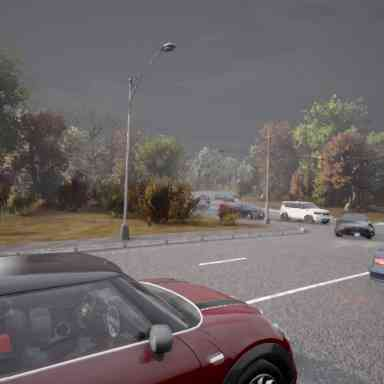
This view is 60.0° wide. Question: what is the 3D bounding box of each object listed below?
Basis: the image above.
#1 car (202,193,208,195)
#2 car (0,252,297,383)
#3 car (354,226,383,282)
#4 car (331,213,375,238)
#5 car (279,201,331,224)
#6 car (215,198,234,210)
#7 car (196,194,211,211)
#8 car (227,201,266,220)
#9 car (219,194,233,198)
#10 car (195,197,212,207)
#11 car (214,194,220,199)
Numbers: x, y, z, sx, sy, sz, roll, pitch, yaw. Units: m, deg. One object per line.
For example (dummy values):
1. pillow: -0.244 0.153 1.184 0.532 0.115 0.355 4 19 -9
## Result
1. car: 3.011 1.058 78.414 2.128 1.511 4.902 2 2 -1
2. car: -1.145 1.354 2.929 4.553 1.767 2.097 0 0 -36
3. car: 6.612 1.665 8.480 5.357 1.411 2.033 2 -1 -36
4. car: 9.705 1.952 19.979 2.033 1.411 5.357 2 -1 22
5. car: 10.957 1.982 32.501 2.150 2.045 5.566 3 -1 -25
6. car: 5.326 2.081 46.547 1.882 1.535 5.008 3 0 -17
7. car: 1.010 1.725 48.793 2.097 1.767 4.553 3 1 -16
8. car: 5.964 2.107 34.960 1.837 1.490 4.892 3 -1 -23
9. car: 7.540 1.572 69.288 1.837 1.490 4.892 2 3 -7
10. car: 1.964 1.768 59.226 1.895 1.301 4.718 2 2 -12
11. car: 6.466 1.180 79.493 1.994 1.385 4.181 2 2 -1
